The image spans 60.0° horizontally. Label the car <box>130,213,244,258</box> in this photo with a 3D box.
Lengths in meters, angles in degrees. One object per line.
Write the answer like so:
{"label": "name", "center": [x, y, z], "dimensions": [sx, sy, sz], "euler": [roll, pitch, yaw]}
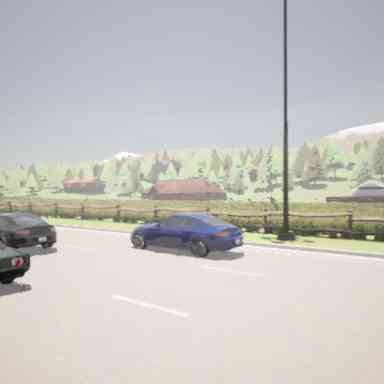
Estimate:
{"label": "car", "center": [-0.291, 1.547, 12.794], "dimensions": [4.674, 1.442, 1.812], "euler": [0, 0, 35]}

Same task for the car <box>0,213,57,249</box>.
{"label": "car", "center": [-7.349, 1.569, 13.513], "dimensions": [4.674, 1.442, 1.812], "euler": [0, 0, 35]}

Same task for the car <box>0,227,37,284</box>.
{"label": "car", "center": [-6.169, 1.632, 8.388], "dimensions": [4.718, 1.301, 1.895], "euler": [0, 0, 35]}
